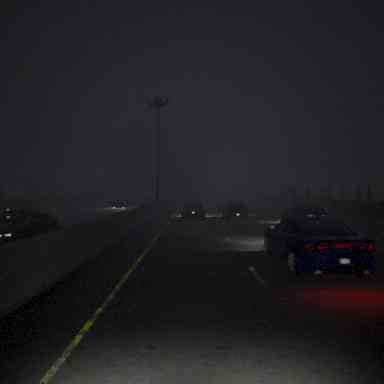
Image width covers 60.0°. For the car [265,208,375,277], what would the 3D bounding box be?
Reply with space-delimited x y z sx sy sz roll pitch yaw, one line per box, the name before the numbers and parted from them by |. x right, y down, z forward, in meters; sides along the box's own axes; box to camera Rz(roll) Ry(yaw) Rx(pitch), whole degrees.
car | 3.602 1.476 10.309 1.882 1.535 5.008 0 0 0

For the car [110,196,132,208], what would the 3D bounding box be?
car | -10.569 1.559 48.684 1.994 1.385 4.181 0 0 0

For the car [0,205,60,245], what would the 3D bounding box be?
car | -7.098 1.490 13.631 2.128 1.511 4.902 0 0 0

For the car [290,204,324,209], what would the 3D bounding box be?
car | 7.101 1.502 21.047 1.837 1.490 4.892 0 0 0

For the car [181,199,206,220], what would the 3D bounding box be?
car | 0.104 1.560 27.825 1.994 1.385 4.181 0 0 0

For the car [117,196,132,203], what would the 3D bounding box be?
car | -13.702 1.462 68.160 1.895 1.301 4.718 0 0 2

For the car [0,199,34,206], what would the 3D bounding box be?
car | -14.094 1.349 26.204 2.097 1.767 4.553 0 0 0

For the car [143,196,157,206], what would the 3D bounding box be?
car | -7.041 1.484 55.776 2.128 1.511 4.902 0 0 1

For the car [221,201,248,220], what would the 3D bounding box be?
car | 3.603 1.501 28.491 1.837 1.490 4.892 0 0 0
